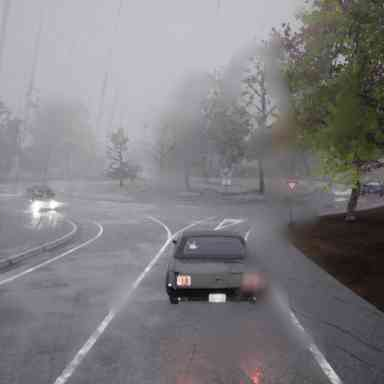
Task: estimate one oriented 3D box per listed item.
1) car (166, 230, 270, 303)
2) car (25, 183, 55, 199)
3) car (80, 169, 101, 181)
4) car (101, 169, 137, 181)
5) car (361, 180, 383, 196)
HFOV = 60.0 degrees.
[{"bbox_3d":[0.452,1.575,8.114,1.895,1.301,4.718,0,1,0],"label":"car"},{"bbox_3d":[-15.026,-0.166,32.772,1.895,1.301,4.718,-4,7,-35],"label":"car"},{"bbox_3d":[-16.537,-2.980,57.449,2.150,2.045,5.566,4,7,39],"label":"car"},{"bbox_3d":[-12.167,-3.002,57.613,5.566,2.045,2.150,-5,6,-38],"label":"car"},{"bbox_3d":[18.607,-0.491,34.254,1.812,1.442,4.674,3,7,28],"label":"car"}]
